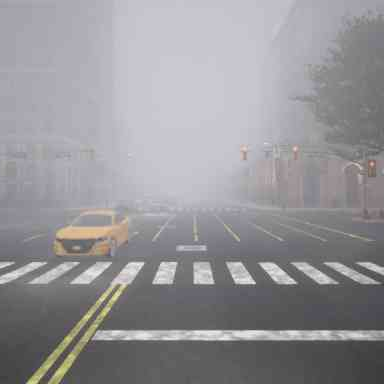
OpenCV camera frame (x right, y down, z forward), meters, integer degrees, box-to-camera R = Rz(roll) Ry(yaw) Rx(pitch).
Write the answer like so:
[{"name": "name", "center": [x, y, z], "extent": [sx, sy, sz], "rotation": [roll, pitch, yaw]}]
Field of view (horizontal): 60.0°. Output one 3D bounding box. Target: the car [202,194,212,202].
[{"name": "car", "center": [3.548, 1.355, 78.333], "extent": [2.097, 1.767, 4.553], "rotation": [0, 0, 1]}]

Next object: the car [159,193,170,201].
[{"name": "car", "center": [-6.906, 1.210, 83.645], "extent": [2.150, 2.045, 5.566], "rotation": [0, 0, 1]}]

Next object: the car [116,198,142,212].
[{"name": "car", "center": [-7.159, 1.477, 36.611], "extent": [1.882, 1.535, 5.008], "rotation": [0, 0, 0]}]

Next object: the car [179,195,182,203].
[{"name": "car", "center": [-3.531, 1.493, 69.296], "extent": [2.128, 1.511, 4.902], "rotation": [0, 0, 1]}]

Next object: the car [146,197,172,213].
[{"name": "car", "center": [-3.659, 1.601, 37.930], "extent": [1.895, 1.301, 4.718], "rotation": [0, 0, 0]}]

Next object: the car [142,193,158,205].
[{"name": "car", "center": [-7.176, 1.352, 53.740], "extent": [2.097, 1.767, 4.553], "rotation": [0, 0, 0]}]

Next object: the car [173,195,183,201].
[{"name": "car", "center": [-3.416, 1.525, 82.483], "extent": [2.033, 1.411, 5.357], "rotation": [0, 0, 1]}]

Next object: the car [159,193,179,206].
[{"name": "car", "center": [-3.676, 1.352, 53.112], "extent": [2.097, 1.767, 4.553], "rotation": [0, 0, 0]}]

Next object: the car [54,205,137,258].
[{"name": "car", "center": [-3.620, 1.477, 12.938], "extent": [1.882, 1.535, 5.008], "rotation": [0, 0, 0]}]
